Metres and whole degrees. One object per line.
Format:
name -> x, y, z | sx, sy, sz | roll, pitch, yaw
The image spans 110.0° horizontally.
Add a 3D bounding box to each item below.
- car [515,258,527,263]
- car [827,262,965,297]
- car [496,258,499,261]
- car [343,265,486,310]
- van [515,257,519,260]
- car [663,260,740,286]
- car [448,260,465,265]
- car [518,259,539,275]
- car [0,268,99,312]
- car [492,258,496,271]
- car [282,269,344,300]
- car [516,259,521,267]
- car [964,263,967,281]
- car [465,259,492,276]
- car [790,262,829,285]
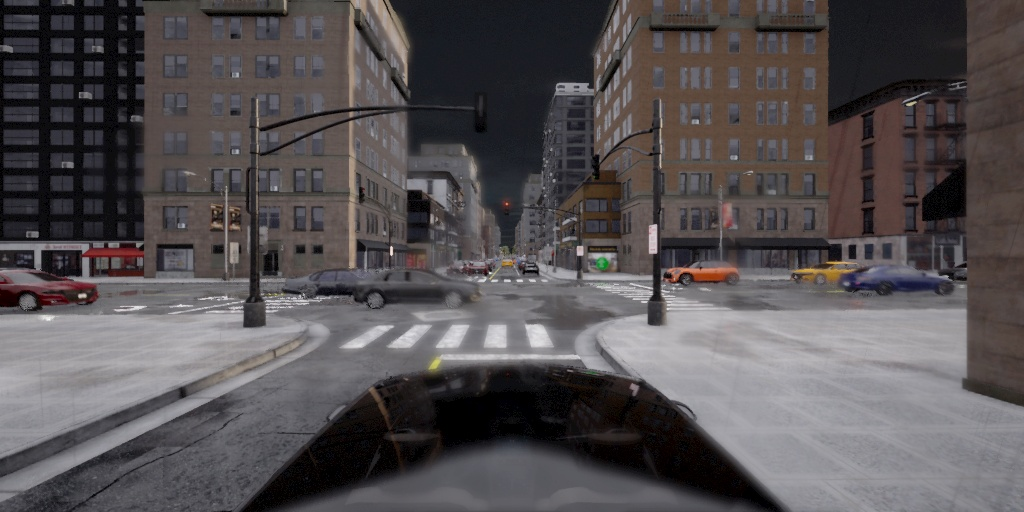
car -> 1.887, 1.386, 56.188 | 1.948, 1.339, 4.313 | 0, 0, 0
car -> 18.732, 1.190, 17.640 | 4.674, 1.442, 1.812 | 0, 0, -1
car -> -3.598, 1.424, 57.524 | 1.895, 1.301, 4.718 | 0, 0, 0
car -> -3.652, 1.255, 14.106 | 4.892, 1.490, 1.837 | -1, 0, -1
van -> 1.846, 1.173, 61.698 | 1.690, 1.789, 3.998 | 0, 0, 0
car -> 12.692, 1.054, 24.263 | 4.553, 1.767, 2.097 | 0, 0, -1
car -> -6.015, 1.229, 39.596 | 1.967, 1.591, 4.097 | 0, 0, 0
car -> 2.010, 1.355, 39.655 | 1.948, 1.339, 4.313 | 0, 0, 0
car -> -19.210, 1.288, 13.914 | 5.008, 1.535, 1.882 | 0, 0, -1
car -> -3.533, 1.308, 47.384 | 1.837, 1.490, 4.892 | 0, 0, 0
car -> -8.001, 1.319, 17.301 | 5.357, 1.411, 2.033 | 0, 0, -1
car -> 1.928, 1.391, 50.677 | 1.802, 1.307, 4.207 | 0, 0, 0
car -> 32.055, 1.125, 24.503 | 4.892, 1.490, 1.837 | 0, 0, -1
car -> -3.464, 1.265, 37.790 | 1.882, 1.535, 5.008 | 0, 0, 0
car -> 21.796, 1.142, 24.380 | 5.008, 1.535, 1.882 | 0, 0, -1
